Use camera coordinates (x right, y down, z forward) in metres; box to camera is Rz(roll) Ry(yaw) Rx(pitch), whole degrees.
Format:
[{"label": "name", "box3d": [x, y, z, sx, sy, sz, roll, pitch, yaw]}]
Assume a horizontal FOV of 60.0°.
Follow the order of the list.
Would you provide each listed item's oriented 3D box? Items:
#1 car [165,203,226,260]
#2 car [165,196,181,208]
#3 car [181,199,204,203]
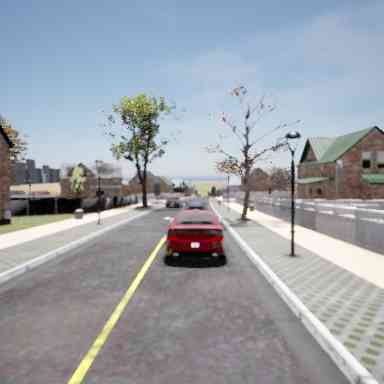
[{"label": "car", "box3d": [0.137, 1.381, 12.134, 1.882, 1.535, 5.008, 0, 0, 1]}, {"label": "car", "box3d": [-2.210, 1.243, 41.281, 1.837, 1.490, 4.892, 0, 0, 2]}, {"label": "car", "box3d": [0.366, 1.362, 27.945, 1.994, 1.385, 4.181, 0, 0, 1]}]
